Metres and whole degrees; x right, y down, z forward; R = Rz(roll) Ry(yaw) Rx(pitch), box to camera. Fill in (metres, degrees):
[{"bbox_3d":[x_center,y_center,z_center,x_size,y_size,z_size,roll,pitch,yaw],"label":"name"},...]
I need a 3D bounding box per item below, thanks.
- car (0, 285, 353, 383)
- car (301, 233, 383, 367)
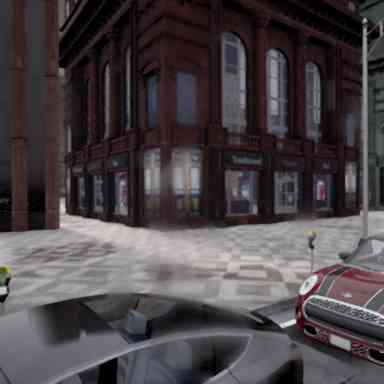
[{"bbox_3d":[-1.048,1.565,2.214,4.313,1.339,1.947,0,0,-35],"label":"car"},{"bbox_3d":[3.550,1.417,5.473,4.097,1.590,1.967,0,0,-35],"label":"car"}]
